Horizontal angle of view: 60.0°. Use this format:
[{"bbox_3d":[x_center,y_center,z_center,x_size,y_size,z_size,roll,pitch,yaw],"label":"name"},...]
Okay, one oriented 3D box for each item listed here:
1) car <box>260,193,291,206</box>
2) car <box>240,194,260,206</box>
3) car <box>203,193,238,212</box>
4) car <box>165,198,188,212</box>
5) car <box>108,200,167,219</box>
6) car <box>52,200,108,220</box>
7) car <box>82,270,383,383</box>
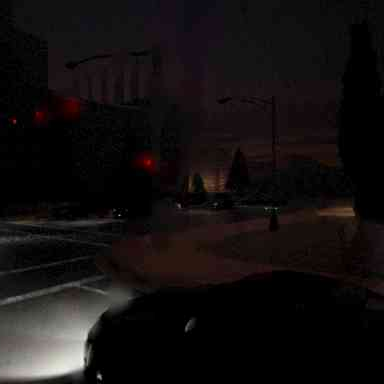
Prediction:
[{"bbox_3d":[13.698,1.234,54.233,2.150,2.045,5.566,0,0,36],"label":"car"},{"bbox_3d":[10.116,1.557,55.274,2.033,1.411,5.357,0,0,37],"label":"car"},{"bbox_3d":[3.228,1.360,39.957,2.097,1.767,4.553,0,0,37],"label":"car"},{"bbox_3d":[-2.415,1.512,38.150,1.837,1.490,4.892,0,0,36],"label":"car"},{"bbox_3d":[-4.648,1.608,29.119,1.895,1.301,4.718,0,0,36],"label":"car"},{"bbox_3d":[-9.451,1.487,28.477,1.882,1.535,5.008,0,0,36],"label":"car"},{"bbox_3d":[0.783,1.564,3.442,4.181,1.385,1.994,0,0,35],"label":"car"}]
